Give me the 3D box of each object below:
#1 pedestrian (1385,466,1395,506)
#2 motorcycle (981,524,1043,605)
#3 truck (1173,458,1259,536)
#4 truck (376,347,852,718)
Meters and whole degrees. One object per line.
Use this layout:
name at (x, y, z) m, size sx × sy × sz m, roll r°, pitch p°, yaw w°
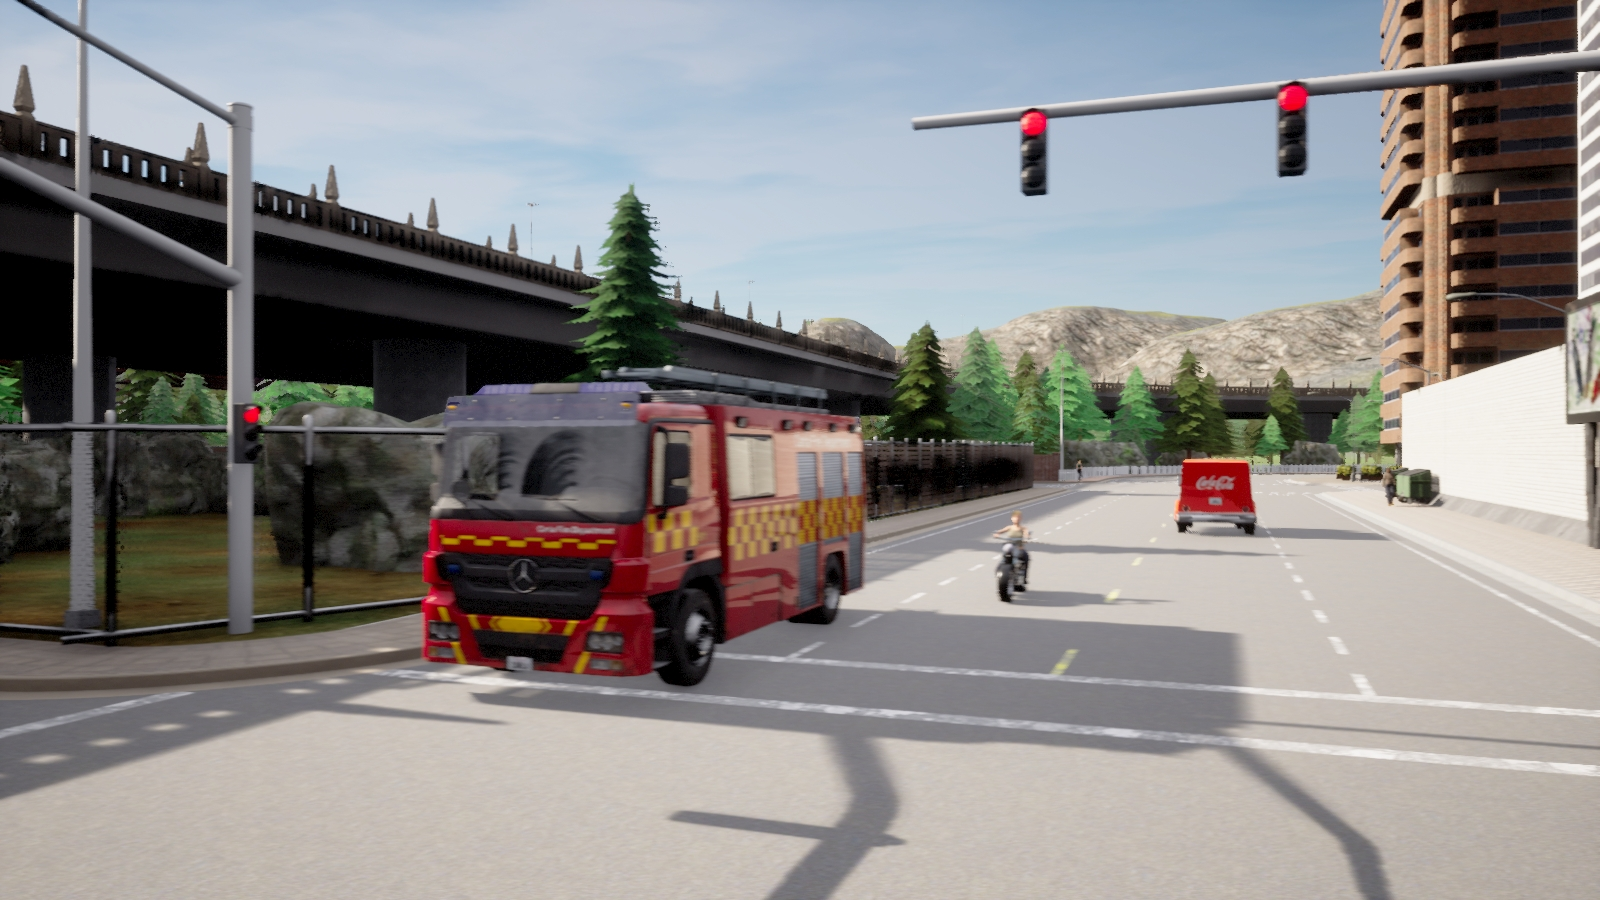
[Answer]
pedestrian at (27.515, 1.674, 53.310) m, size 0.375 × 1.860 × 0.375 m, roll 0°, pitch 0°, yaw 22°
motorcycle at (4.045, 2.130, 21.650) m, size 0.764 × 1.277 × 2.356 m, roll 0°, pitch 0°, yaw 20°
truck at (14.400, 1.539, 39.651) m, size 2.627 × 2.467 × 5.204 m, roll 0°, pitch 0°, yaw 19°
truck at (-1.919, 0.851, 16.252) m, size 2.891 × 3.827 × 8.468 m, roll 0°, pitch 0°, yaw 20°
